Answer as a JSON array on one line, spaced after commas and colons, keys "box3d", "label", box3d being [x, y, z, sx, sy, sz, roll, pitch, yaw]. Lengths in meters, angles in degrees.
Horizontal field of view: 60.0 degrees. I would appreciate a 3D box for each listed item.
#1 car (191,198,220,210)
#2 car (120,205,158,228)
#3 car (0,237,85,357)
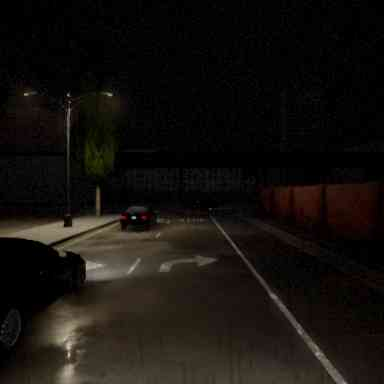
[{"box3d": [1.695, 1.521, 41.783, 1.812, 1.442, 4.674, -1, -1, 35], "label": "car"}, {"box3d": [-3.392, 1.545, 21.906, 2.033, 1.411, 5.357, 0, 0, 0], "label": "car"}, {"box3d": [-3.395, 1.525, 5.886, 1.812, 1.442, 4.674, 0, 0, 0], "label": "car"}]
